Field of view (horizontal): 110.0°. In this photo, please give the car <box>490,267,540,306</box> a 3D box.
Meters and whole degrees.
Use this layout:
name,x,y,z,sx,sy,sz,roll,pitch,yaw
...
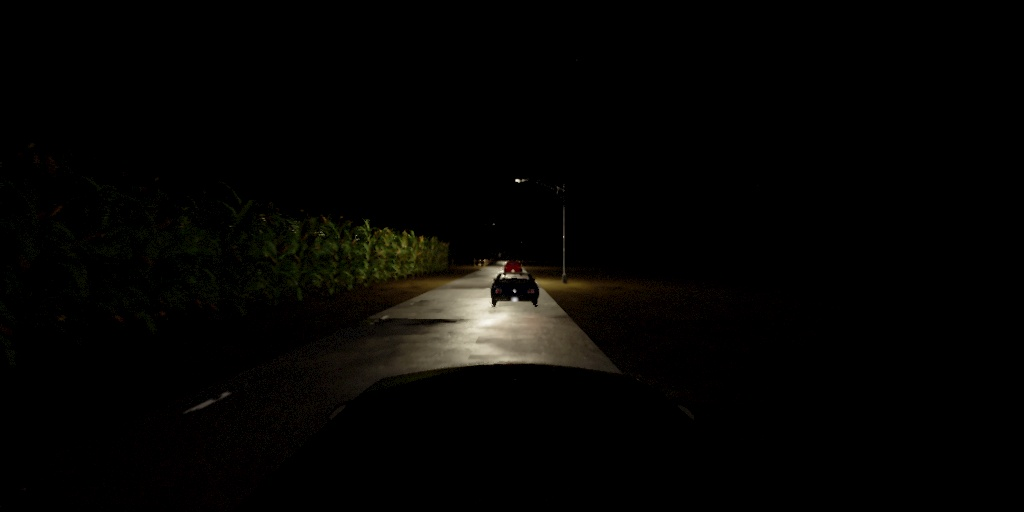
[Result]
name,x,y,z,sx,sy,sz,roll,pitch,yaw
car,0.102,1.338,15.597,1.895,1.301,4.718,0,0,0

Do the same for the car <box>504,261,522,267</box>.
name,x,y,z,sx,sy,sz,roll,pitch,yaw
car,0.103,1.252,37.162,1.812,1.442,4.674,0,0,0
